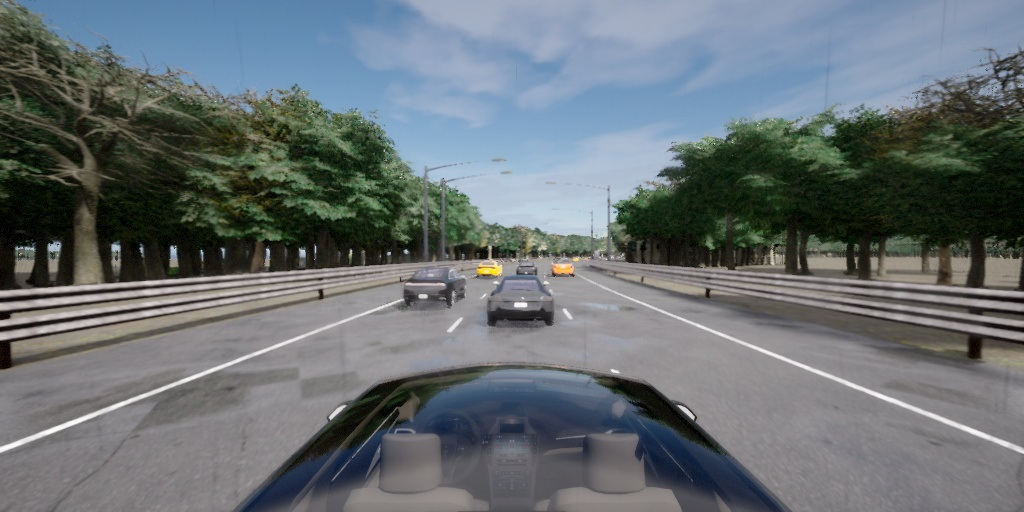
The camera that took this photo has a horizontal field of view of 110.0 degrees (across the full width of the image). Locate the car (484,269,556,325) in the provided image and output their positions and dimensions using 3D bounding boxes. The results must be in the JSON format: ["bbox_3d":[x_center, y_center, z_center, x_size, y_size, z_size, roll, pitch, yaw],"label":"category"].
[{"bbox_3d":[0.288,1.313,11.853,1.994,1.385,4.181,0,0,1],"label":"car"}]

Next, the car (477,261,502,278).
[{"bbox_3d":[-2.033,1.220,33.642,1.882,1.535,5.008,0,0,5],"label":"car"}]

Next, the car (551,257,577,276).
[{"bbox_3d":[5.150,1.100,36.853,2.097,1.767,4.553,0,0,5],"label":"car"}]

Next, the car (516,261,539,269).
[{"bbox_3d":[1.403,1.238,32.729,2.128,1.511,4.902,0,0,4],"label":"car"}]

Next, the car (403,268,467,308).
[{"bbox_3d":[-3.104,1.237,15.278,2.128,1.511,4.902,0,0,2],"label":"car"}]
